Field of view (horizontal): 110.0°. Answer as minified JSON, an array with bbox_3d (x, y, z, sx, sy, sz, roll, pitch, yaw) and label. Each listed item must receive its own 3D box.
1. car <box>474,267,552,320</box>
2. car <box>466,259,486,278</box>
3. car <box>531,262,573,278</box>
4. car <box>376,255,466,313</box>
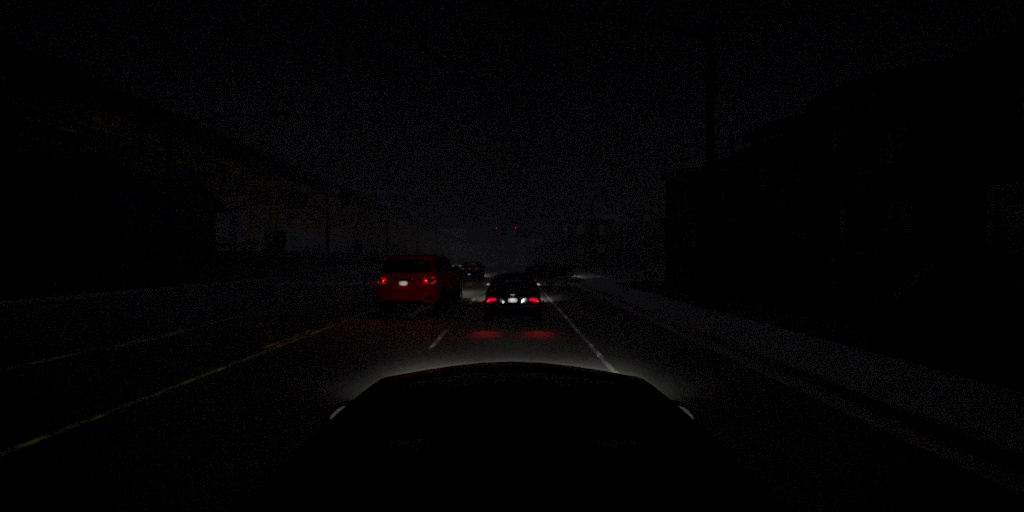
[{"bbox_3d":[0.041,1.300,12.645,2.033,1.411,5.357,0,0,1],"label":"car"},{"bbox_3d":[-3.431,1.249,31.375,2.128,1.511,4.902,0,0,0],"label":"car"},{"bbox_3d":[3.413,1.235,31.861,5.008,1.535,1.882,0,-2,-44],"label":"car"},{"bbox_3d":[-3.448,0.974,14.274,2.150,2.045,5.566,0,0,1],"label":"car"}]
